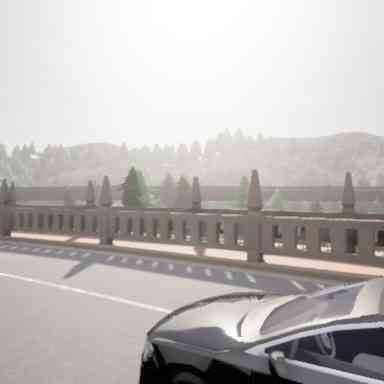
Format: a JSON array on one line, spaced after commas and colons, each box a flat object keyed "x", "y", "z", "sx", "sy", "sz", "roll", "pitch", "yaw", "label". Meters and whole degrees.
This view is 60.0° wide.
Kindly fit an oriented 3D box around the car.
[{"x": 1.709, "y": 1.479, "z": 2.576, "sx": 4.902, "sy": 1.511, "sz": 2.128, "roll": 0, "pitch": 0, "yaw": 35, "label": "car"}]
